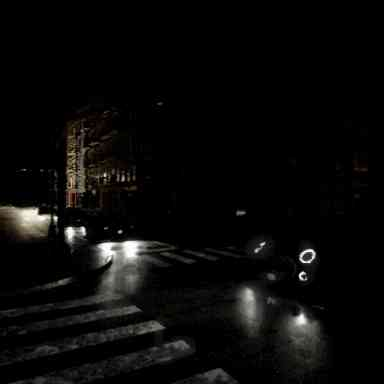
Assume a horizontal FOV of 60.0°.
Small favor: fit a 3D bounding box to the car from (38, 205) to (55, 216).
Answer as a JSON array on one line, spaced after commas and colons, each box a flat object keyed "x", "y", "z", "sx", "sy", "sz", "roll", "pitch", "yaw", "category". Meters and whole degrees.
[{"x": -18.054, "y": 2.265, "z": 41.526, "sx": 1.994, "sy": 1.385, "sz": 4.181, "roll": 0, "pitch": -1, "yaw": -30, "category": "car"}]

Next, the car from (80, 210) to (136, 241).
[{"x": -4.742, "y": 1.913, "z": 19.011, "sx": 1.994, "sy": 1.385, "sz": 4.181, "roll": 0, "pitch": -1, "yaw": -31, "category": "car"}]

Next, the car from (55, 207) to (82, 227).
[{"x": -9.757, "y": 2.048, "z": 27.497, "sx": 1.994, "sy": 1.385, "sz": 4.181, "roll": 0, "pitch": -1, "yaw": -30, "category": "car"}]

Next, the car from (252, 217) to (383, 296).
[{"x": 3.871, "y": 1.518, "z": 9.318, "sx": 4.553, "sy": 1.767, "sz": 2.097, "roll": 1, "pitch": -1, "yaw": -31, "category": "car"}]
